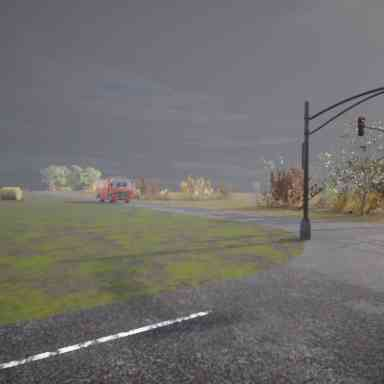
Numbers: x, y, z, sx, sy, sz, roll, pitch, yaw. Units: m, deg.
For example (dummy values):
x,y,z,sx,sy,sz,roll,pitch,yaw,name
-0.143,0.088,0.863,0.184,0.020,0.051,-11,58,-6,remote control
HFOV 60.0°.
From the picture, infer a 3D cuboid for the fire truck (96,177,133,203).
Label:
x,y,z,sx,sy,sz,roll,pitch,yaw,name
-11.823,-0.360,49.989,2.891,3.827,8.468,1,0,-32,fire truck
